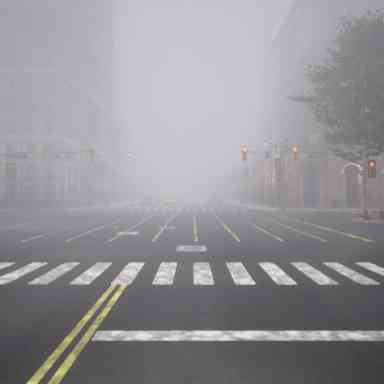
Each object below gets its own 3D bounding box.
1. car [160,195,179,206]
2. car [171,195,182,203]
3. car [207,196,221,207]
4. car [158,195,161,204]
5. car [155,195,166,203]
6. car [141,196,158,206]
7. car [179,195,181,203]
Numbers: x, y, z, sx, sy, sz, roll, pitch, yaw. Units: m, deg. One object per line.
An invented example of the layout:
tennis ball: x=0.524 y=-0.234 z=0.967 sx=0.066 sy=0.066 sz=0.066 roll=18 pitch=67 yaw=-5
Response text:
car: x=-3.688 y=1.557 z=55.390 sx=1.882 sy=1.535 sz=5.008 roll=0 pitch=0 yaw=0
car: x=-3.500 y=1.462 z=75.022 sx=2.097 sy=1.767 sz=4.553 roll=0 pitch=0 yaw=0
car: x=3.493 y=1.429 z=53.950 sx=2.097 sy=1.767 sz=4.553 roll=0 pitch=0 yaw=0
car: x=-7.136 y=1.570 z=64.494 sx=1.882 sy=1.535 sz=5.008 roll=0 pitch=0 yaw=1
car: x=-7.002 y=1.462 z=74.768 sx=2.097 sy=1.767 sz=4.553 roll=0 pitch=0 yaw=0
car: x=-7.188 y=1.583 z=55.149 sx=1.837 sy=1.490 sz=4.892 roll=0 pitch=0 yaw=0
car: x=-3.625 y=1.694 z=65.066 sx=1.895 sy=1.301 sz=4.718 roll=0 pitch=0 yaw=1
